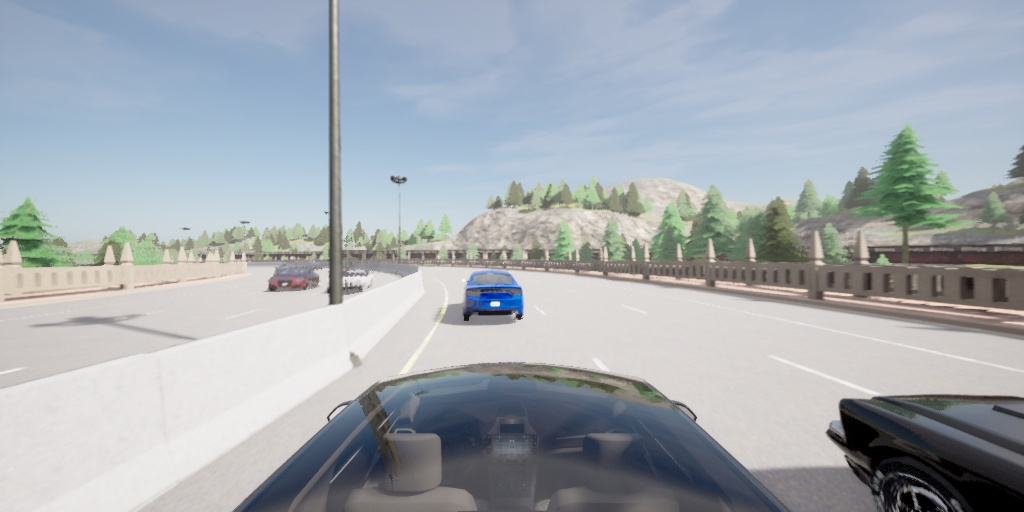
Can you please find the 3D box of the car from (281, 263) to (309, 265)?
[{"bbox_3d":[-20.824,1.427,33.629,2.128,1.511,4.902,0,0,-23],"label":"car"}]

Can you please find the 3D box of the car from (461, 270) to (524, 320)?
[{"bbox_3d":[-0.768,1.233,12.774,1.882,1.535,5.008,0,0,-7],"label":"car"}]

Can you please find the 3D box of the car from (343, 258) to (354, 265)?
[{"bbox_3d":[-27.650,1.285,58.814,2.150,2.045,5.566,0,0,-38],"label":"car"}]

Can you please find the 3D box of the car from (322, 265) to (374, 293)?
[{"bbox_3d":[-9.531,1.418,21.439,1.895,1.301,4.718,0,0,-13],"label":"car"}]

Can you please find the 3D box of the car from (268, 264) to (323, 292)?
[{"bbox_3d":[-13.390,1.408,22.297,1.994,1.385,4.181,0,0,-15],"label":"car"}]

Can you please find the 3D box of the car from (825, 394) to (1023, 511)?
[{"bbox_3d":[3.497,1.336,0.767,1.895,1.301,4.718,0,0,0],"label":"car"}]
